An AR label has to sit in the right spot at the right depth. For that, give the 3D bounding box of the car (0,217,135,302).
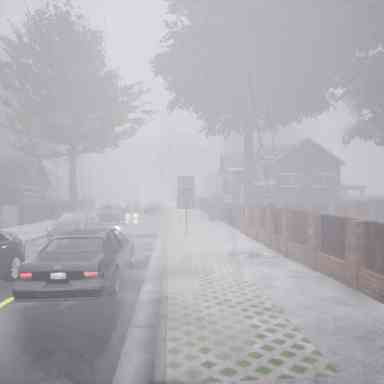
[{"bbox_3d":[-2.636,1.618,8.650,2.033,1.411,5.357,-1,0,-4],"label":"car"}]

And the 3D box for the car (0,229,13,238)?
[{"bbox_3d":[-5.471,1.591,7.296,1.837,1.490,4.892,-1,0,-1],"label":"car"}]

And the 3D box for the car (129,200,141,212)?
[{"bbox_3d":[-7.662,1.866,43.480,2.128,1.511,4.902,-1,0,-4],"label":"car"}]

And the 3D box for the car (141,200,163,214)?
[{"bbox_3d":[-4.565,1.924,39.055,1.895,1.301,4.718,-1,0,-3],"label":"car"}]

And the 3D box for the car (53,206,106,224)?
[{"bbox_3d":[-6.068,1.703,17.566,1.812,1.442,4.674,-1,0,-4],"label":"car"}]

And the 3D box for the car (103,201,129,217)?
[{"bbox_3d":[-6.713,1.743,27.570,1.882,1.535,5.008,-1,0,-4],"label":"car"}]
